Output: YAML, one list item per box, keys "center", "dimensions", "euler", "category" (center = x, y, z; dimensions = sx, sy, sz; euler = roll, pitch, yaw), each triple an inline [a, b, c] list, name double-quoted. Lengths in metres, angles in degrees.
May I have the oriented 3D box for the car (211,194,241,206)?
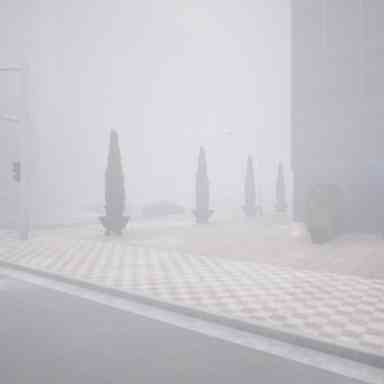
- center: [5.585, 1.454, 53.655]
  dimensions: [1.837, 1.490, 4.892]
  euler: [0, -1, 36]
  category: "car"

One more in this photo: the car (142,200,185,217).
- center: [-2.527, 1.487, 30.347]
  dimensions: [1.812, 1.442, 4.674]
  euler: [0, 0, 36]
  category: "car"

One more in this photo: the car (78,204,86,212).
- center: [-10.371, 1.540, 37.592]
  dimensions: [1.895, 1.301, 4.718]
  euler: [0, 0, 36]
  category: "car"

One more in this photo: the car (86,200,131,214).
- center: [-8.359, 1.510, 34.396]
  dimensions: [1.994, 1.385, 4.181]
  euler: [0, 0, 36]
  category: "car"
